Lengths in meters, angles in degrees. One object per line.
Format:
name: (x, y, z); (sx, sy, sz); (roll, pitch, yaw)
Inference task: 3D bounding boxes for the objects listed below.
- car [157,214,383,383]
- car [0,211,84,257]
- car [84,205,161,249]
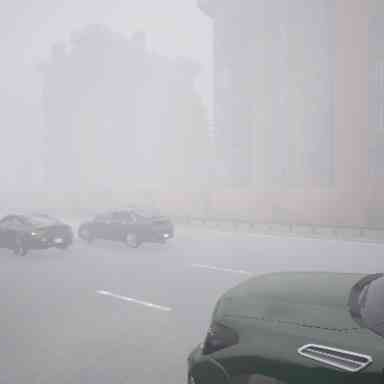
car: (2.617, 1.219, 2.126); (5.566, 2.045, 2.150); (0, 0, 36)
car: (-6.532, 1.525, 12.960); (4.674, 1.442, 1.812); (0, 0, 36)
car: (-3.003, 1.504, 14.743); (4.892, 1.490, 1.837); (0, 0, 35)
